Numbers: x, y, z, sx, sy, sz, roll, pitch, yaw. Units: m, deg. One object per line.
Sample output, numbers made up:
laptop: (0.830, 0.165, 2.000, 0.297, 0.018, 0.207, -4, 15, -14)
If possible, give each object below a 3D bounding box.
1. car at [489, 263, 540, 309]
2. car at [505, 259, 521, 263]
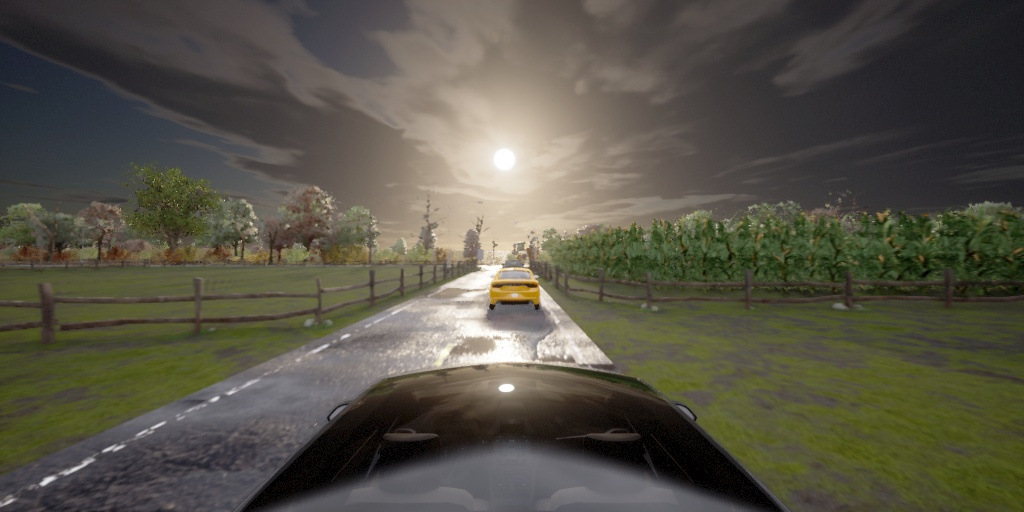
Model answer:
car: (0.102, 1.225, 15.002, 1.882, 1.535, 5.008, 0, 0, 0)
car: (0.103, 1.090, 33.622, 2.097, 1.767, 4.553, 0, 0, 0)
